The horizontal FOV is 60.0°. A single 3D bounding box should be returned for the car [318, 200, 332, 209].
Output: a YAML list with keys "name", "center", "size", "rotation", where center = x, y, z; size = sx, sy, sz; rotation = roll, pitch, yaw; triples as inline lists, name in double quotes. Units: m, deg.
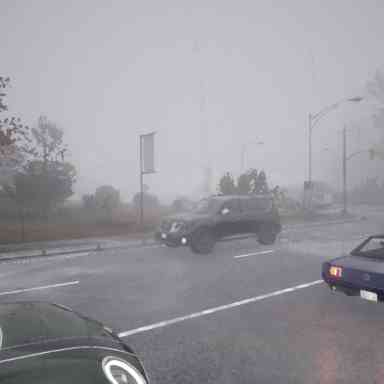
- name: "car"
  center: [13.595, 1.303, 39.167]
  size: [2.033, 1.411, 5.357]
  rotation: [-1, 0, -39]

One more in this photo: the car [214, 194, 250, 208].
- name: "car"
  center: [5.259, 1.142, 43.984]
  size: [2.097, 1.767, 4.553]
  rotation: [-1, 0, -39]

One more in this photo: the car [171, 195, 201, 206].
- name: "car"
  center: [-0.956, 1.287, 51.767]
  size: [2.128, 1.511, 4.902]
  rotation: [-1, 0, -38]

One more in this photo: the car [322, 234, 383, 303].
- name: "car"
  center: [5.010, 1.573, 7.305]
  size: [4.718, 1.301, 1.895]
  rotation: [0, 0, -35]

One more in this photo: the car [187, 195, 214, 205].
- name: "car"
  center: [1.291, 1.291, 54.561]
  size: [1.812, 1.442, 4.674]
  rotation: [-1, 0, -38]

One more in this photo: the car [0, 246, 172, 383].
- name: "car"
  center: [-2.462, 1.352, 1.967]
  size: [4.553, 1.767, 2.097]
  rotation: [0, 0, -36]

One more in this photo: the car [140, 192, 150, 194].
- name: "car"
  center: [-8.433, 1.016, 61.221]
  size: [2.150, 2.045, 5.566]
  rotation: [-1, 1, -38]

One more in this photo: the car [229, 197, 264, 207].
- name: "car"
  center: [7.609, 1.361, 46.651]
  size: [1.895, 1.301, 4.718]
  rotation: [-1, 0, -39]

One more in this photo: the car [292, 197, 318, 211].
- name: "car"
  center: [10.962, 1.291, 36.856]
  size: [1.837, 1.490, 4.892]
  rotation: [-1, 0, -39]

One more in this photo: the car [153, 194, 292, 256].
- name: "car"
  center: [1.251, 1.190, 13.467]
  size: [5.566, 2.045, 2.150]
  rotation: [0, 0, -35]
